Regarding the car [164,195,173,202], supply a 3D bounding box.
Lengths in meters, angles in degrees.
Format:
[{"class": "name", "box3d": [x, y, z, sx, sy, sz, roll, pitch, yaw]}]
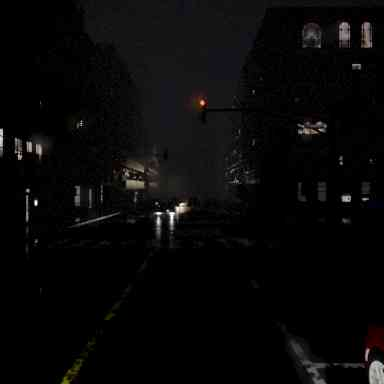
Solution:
[{"class": "car", "box3d": [-5.527, 1.563, 78.296, 1.752, 1.417, 4.829, -1, 0, 0]}]

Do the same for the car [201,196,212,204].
[{"class": "car", "box3d": [2.830, 1.577, 67.387, 2.008, 1.369, 4.403, -1, 0, 0]}]

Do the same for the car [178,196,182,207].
[{"class": "car", "box3d": [-2.960, 1.541, 51.873, 1.812, 1.442, 4.674, 0, 0, 0]}]

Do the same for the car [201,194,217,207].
[{"class": "car", "box3d": [2.793, 1.454, 50.804, 1.967, 1.590, 4.097, -1, 0, 0]}]

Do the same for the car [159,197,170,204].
[{"class": "car", "box3d": [-5.551, 1.609, 67.411, 1.802, 1.307, 4.206, -1, 0, 0]}]

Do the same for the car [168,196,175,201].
[{"class": "car", "box3d": [-5.501, 1.632, 89.522, 1.802, 1.307, 4.206, -1, 0, 0]}]

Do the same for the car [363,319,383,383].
[{"class": "car", "box3d": [2.687, 1.544, 1.804, 1.887, 1.381, 4.507, 0, 0, 0]}]

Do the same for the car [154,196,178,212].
[{"class": "car", "box3d": [-3.009, 1.532, 39.304, 1.812, 1.442, 4.674, 0, 0, 0]}]

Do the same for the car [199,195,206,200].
[{"class": "car", "box3d": [2.890, 1.602, 95.027, 1.887, 1.381, 4.507, -1, 0, 0]}]

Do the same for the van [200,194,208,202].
[{"class": "van", "box3d": [2.852, 1.379, 78.443, 1.690, 1.788, 3.998, -1, 0, 0]}]

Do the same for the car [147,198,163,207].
[{"class": "car", "box3d": [-5.586, 1.580, 50.827, 1.947, 1.339, 4.313, 0, 0, 0]}]

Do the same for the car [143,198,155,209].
[{"class": "car", "box3d": [-5.598, 1.560, 45.299, 2.008, 1.369, 4.403, 0, 0, 0]}]

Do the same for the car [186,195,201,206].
[{"class": "car", "box3d": [0.219, 1.541, 53.624, 1.812, 1.442, 4.674, 0, 0, 0]}]

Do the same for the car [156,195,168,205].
[{"class": "car", "box3d": [-5.564, 1.462, 61.883, 1.967, 1.590, 4.097, -1, 0, 0]}]

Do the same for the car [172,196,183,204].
[{"class": "car", "box3d": [-2.877, 1.574, 66.817, 2.033, 1.411, 5.357, 0, 0, 1]}]

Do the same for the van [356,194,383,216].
[{"class": "van", "box3d": [15.701, 1.035, 27.347, 3.998, 1.788, 1.690, -1, 1, -1]}]
